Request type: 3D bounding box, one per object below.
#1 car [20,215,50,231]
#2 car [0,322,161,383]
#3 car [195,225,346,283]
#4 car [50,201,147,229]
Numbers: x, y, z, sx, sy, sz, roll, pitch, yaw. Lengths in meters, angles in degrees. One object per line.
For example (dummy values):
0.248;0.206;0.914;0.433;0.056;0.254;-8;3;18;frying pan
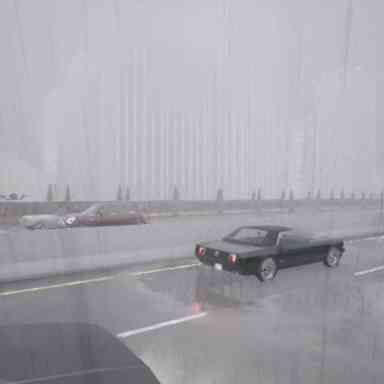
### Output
-7.653;1.629;20.022;4.718;1.301;1.895;0;0;-35;car
-2.737;1.540;1.790;5.357;1.411;2.033;0;0;-36;car
2.492;1.643;9.821;4.718;1.301;1.895;0;0;-35;car
-4.772;1.386;17.769;4.553;1.767;2.097;0;0;-35;car
